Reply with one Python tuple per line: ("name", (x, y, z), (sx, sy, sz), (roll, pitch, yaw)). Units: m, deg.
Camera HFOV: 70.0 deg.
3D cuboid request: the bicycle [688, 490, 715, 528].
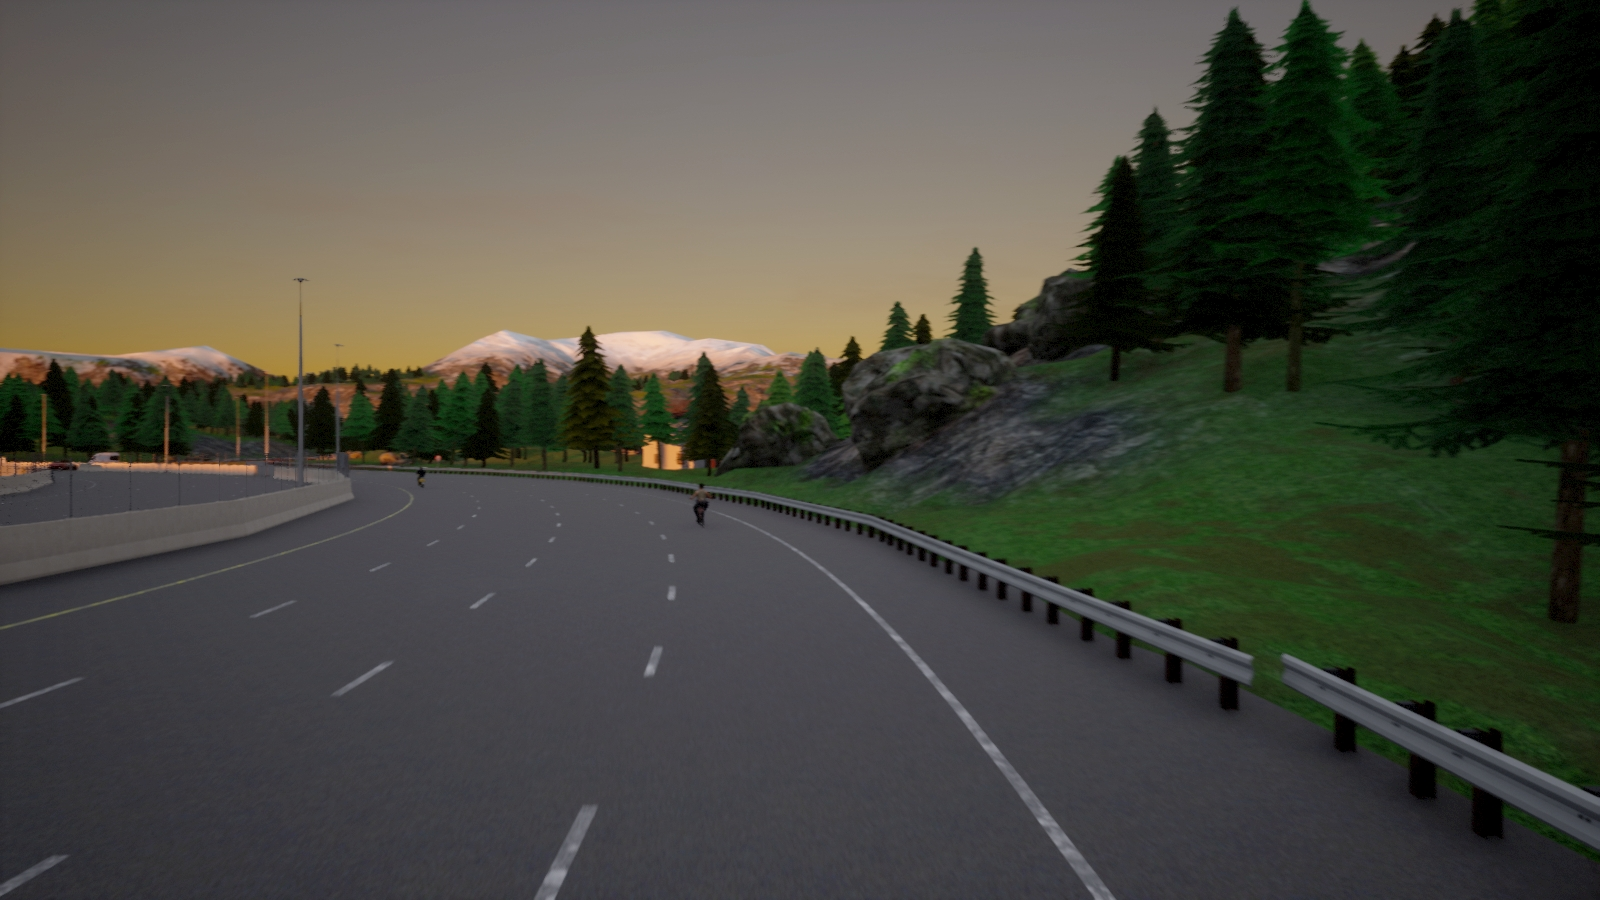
("bicycle", (-3.615, 2.156, 41.805), (0.859, 1.295, 1.487), (0, 0, -11))
